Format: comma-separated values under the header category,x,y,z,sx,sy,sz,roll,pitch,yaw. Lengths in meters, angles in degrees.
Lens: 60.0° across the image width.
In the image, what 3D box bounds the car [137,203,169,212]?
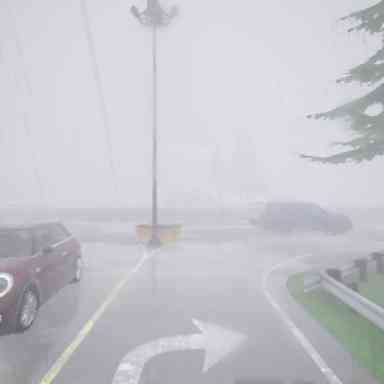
category,x,y,z,sx,sy,sz,roll,pitch,yaw
car,-5.729,2.282,49.013,4.674,1.442,1.812,0,-1,0

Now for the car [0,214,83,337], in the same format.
category,x,y,z,sx,sy,sz,roll,pitch,yaw
car,-3.814,1.430,6.855,2.097,1.767,4.553,0,0,-3

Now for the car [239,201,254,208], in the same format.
category,x,y,z,sx,sy,sz,roll,pitch,yaw
car,8.708,2.047,45.555,4.553,1.767,2.097,0,-1,0

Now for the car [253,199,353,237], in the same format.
category,x,y,z,sx,sy,sz,roll,pitch,yaw
car,6.993,1.643,20.854,5.566,2.045,2.150,0,-1,0

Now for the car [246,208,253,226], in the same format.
category,x,y,z,sx,sy,sz,roll,pitch,yaw
car,6.421,2.062,24.346,4.718,1.301,1.895,0,-1,0

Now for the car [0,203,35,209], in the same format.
category,x,y,z,sx,sy,sz,roll,pitch,yaw
car,-24.580,2.269,45.462,4.674,1.442,1.812,0,-1,0

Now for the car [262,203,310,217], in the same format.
category,x,y,z,sx,sy,sz,roll,pitch,yaw
car,10.845,2.106,38.560,4.902,1.511,2.128,0,-1,0

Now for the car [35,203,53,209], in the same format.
category,x,y,z,sx,sy,sz,roll,pitch,yaw
car,-22.768,2.344,48.965,4.181,1.385,1.994,0,-1,0
